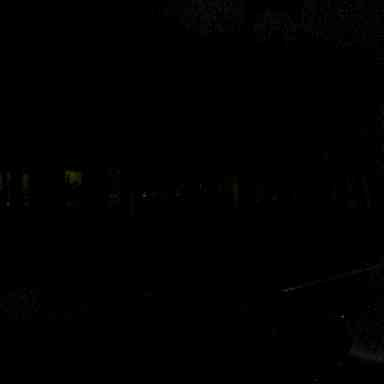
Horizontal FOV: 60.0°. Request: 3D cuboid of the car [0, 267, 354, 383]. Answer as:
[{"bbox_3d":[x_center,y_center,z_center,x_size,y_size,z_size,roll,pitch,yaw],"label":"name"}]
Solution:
[{"bbox_3d":[-0.606,1.544,3.317,5.357,1.411,2.033,0,0,-36],"label":"car"}]
